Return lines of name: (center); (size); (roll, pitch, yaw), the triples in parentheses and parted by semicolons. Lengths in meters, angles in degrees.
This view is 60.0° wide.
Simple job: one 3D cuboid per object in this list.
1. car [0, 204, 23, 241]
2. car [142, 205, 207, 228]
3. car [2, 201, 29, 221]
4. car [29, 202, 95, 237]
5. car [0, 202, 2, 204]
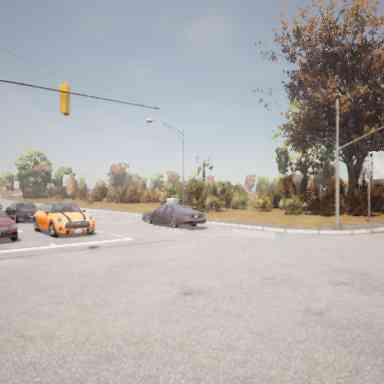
car: (-9.786, 1.528, 16.023); (1.812, 1.442, 4.674); (0, 0, -39)
car: (-1.309, 1.568, 22.396); (2.033, 1.411, 5.357); (0, 0, -39)
car: (-12.808, 1.511, 25.378); (1.837, 1.490, 4.892); (0, 0, -39)
car: (-7.058, 1.360, 18.241); (2.097, 1.767, 4.553); (0, 0, -39)
car: (-22.671, 1.532, 37.698); (1.812, 1.442, 4.674); (0, 0, -38)
